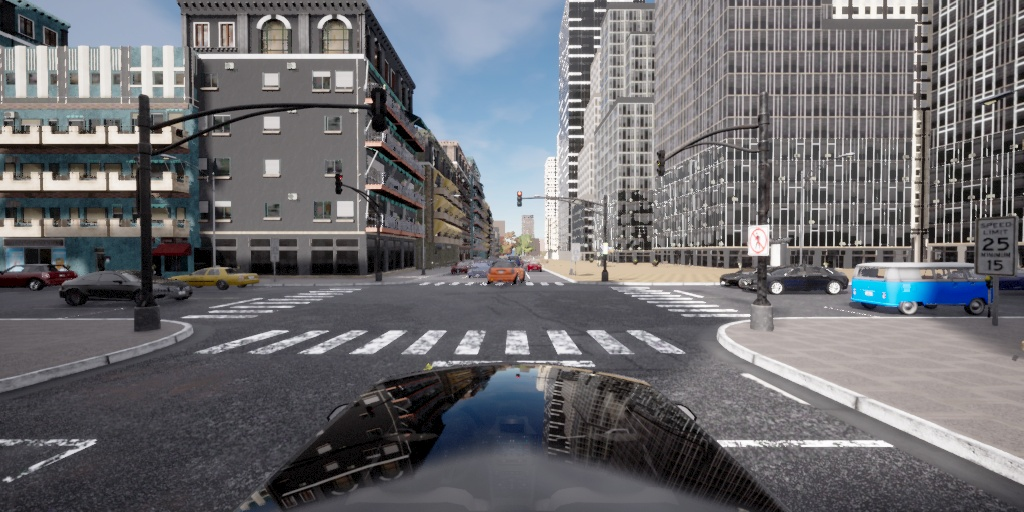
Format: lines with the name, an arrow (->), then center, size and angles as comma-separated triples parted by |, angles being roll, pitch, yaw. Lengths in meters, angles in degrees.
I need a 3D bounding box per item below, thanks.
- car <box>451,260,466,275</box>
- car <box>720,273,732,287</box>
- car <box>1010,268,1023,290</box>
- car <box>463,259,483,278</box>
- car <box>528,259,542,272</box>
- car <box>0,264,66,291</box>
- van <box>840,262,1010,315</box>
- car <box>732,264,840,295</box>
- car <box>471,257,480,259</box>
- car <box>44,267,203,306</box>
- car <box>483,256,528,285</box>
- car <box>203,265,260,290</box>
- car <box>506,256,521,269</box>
car -> -5.586, 1.290, 39.402 | 1.888, 1.381, 4.507 | 0, 0, 0
car -> 14.730, 1.216, 21.315 | 4.313, 1.339, 1.948 | 0, 0, 0
car -> 24.711, 1.196, 18.700 | 4.674, 1.442, 1.812 | 0, 1, 0
car -> -3.011, 1.293, 33.951 | 2.033, 1.411, 5.357 | 0, 0, 0
car -> 2.777, 1.290, 45.085 | 1.888, 1.381, 4.507 | 0, 0, 0
car -> -28.726, 1.190, 21.366 | 4.097, 1.591, 1.967 | 0, 0, 0
van -> 14.720, 1.117, 12.935 | 3.998, 1.789, 1.690 | 0, 0, 0
car -> 14.639, 1.194, 18.713 | 4.892, 1.490, 1.837 | 0, 1, 0
car -> -5.571, 1.185, 45.051 | 1.967, 1.591, 4.097 | 0, 0, 0
car -> -16.649, 1.333, 15.551 | 4.674, 1.442, 1.812 | 0, 1, 0
car -> -0.379, 1.101, 26.152 | 2.097, 1.767, 4.553 | 0, 0, 10
car -> -17.829, 1.247, 21.353 | 4.829, 1.417, 1.751 | 0, 0, 0
car -> 0.249, 0.971, 56.861 | 2.150, 2.045, 5.566 | 0, 0, 1
